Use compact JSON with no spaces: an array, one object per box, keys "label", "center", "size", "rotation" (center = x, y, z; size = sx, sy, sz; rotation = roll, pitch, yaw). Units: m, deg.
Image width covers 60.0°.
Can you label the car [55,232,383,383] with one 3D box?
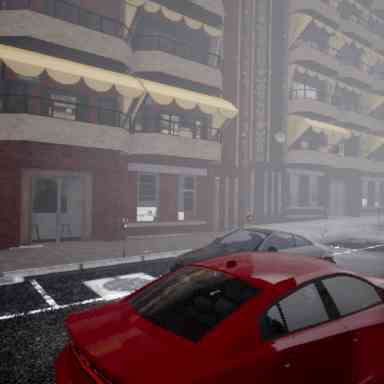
[{"label":"car","center":[1.089,1.479,3.934],"size":[5.008,1.535,1.882],"rotation":[0,0,-36]}]

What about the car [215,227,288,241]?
[{"label":"car","center":[1.504,1.567,7.854],"size":[4.181,1.385,1.994],"rotation":[0,0,-36]}]
